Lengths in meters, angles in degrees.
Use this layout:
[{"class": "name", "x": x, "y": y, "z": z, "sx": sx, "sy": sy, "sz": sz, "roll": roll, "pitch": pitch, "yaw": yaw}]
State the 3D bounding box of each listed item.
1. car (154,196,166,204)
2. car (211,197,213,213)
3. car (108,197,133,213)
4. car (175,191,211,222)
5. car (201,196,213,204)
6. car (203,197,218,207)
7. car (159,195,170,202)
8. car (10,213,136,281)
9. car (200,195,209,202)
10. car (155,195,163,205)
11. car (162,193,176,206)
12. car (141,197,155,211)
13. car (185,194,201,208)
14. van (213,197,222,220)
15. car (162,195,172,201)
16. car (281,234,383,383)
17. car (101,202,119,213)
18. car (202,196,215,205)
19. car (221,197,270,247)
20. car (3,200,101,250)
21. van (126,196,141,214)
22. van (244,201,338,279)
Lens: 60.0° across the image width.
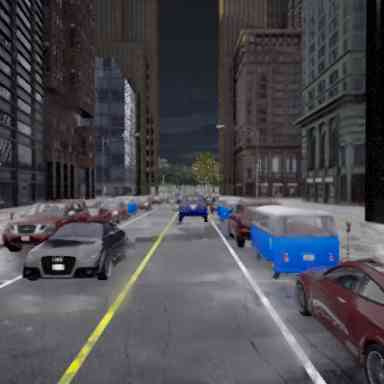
[{"class": "car", "x": -5.795, "y": 1.428, "z": 60.155, "sx": 1.802, "sy": 1.307, "sz": 4.206, "roll": -1, "pitch": 0, "yaw": 0}, {"class": "car", "x": 2.740, "y": 1.500, "z": 34.670, "sx": 1.802, "sy": 1.307, "sz": 4.206, "roll": -1, "pitch": 0, "yaw": 0}, {"class": "car", "x": -5.782, "y": 1.387, "z": 23.805, "sx": 1.967, "sy": 1.590, "sz": 4.097, "roll": -1, "pitch": 0, "yaw": 0}, {"class": "car", "x": 0.094, "y": 1.165, "z": 26.060, "sx": 2.150, "sy": 2.045, "sz": 5.566, "roll": 0, "pitch": 1, "yaw": 0}, {"class": "car", "x": 2.730, "y": 1.393, "z": 60.683, "sx": 2.008, "sy": 1.369, "sz": 4.403, "roll": -1, "pitch": 0, "yaw": 0}, {"class": "car", "x": 2.734, "y": 1.442, "z": 50.277, "sx": 1.947, "sy": 1.339, "sz": 4.313, "roll": -1, "pitch": 0, "yaw": 0}, {"class": "car", "x": -5.799, "y": 1.356, "z": 70.911, "sx": 2.008, "sy": 1.369, "sz": 4.403, "roll": -1, "pitch": 0, "yaw": 0}, {"class": "car", "x": -3.092, "y": 1.543, "z": 9.695, "sx": 1.994, "sy": 1.385, "sz": 4.181, "roll": 0, "pitch": 0, "yaw": 0}, {"class": "car", "x": 2.726, "y": 1.328, "z": 71.258, "sx": 1.752, "sy": 1.417, "sz": 4.829, "roll": -1, "pitch": 0, "yaw": 0}, {"class": "car", "x": -5.794, "y": 1.408, "z": 54.778, "sx": 1.887, "sy": 1.381, "sz": 4.507, "roll": -1, "pitch": 0, "yaw": 0}, {"class": "car", "x": -3.082, "y": 1.359, "z": 53.562, "sx": 2.128, "sy": 1.511, "sz": 4.902, "roll": 0, "pitch": 0, "yaw": 0}, {"class": "car", "x": -5.788, "y": 1.350, "z": 38.643, "sx": 1.967, "sy": 1.590, "sz": 4.097, "roll": -1, "pitch": 0, "yaw": 0}, {"class": "car", "x": 0.083, "y": 1.241, "z": 45.417, "sx": 2.097, "sy": 1.767, "sz": 4.553, "roll": 0, "pitch": 0, "yaw": 0}, {"class": "van", "x": 2.778, "y": 1.283, "z": 25.006, "sx": 1.690, "sy": 1.788, "sz": 3.998, "roll": -1, "pitch": 0, "yaw": 0}, {"class": "car", "x": -5.801, "y": 1.348, "z": 76.290, "sx": 1.947, "sy": 1.339, "sz": 4.313, "roll": -1, "pitch": 0, "yaw": 0}, {"class": "car", "x": 2.766, "y": 1.571, "z": 4.656, "sx": 1.802, "sy": 1.307, "sz": 4.206, "roll": -1, "pitch": 0, "yaw": 0}, {"class": "car", "x": -5.779, "y": 1.503, "z": 18.920, "sx": 1.887, "sy": 1.381, "sz": 4.507, "roll": -1, "pitch": 0, "yaw": 0}, {"class": "car", "x": 2.732, "y": 1.426, "z": 55.481, "sx": 1.947, "sy": 1.339, "sz": 4.313, "roll": -1, "pitch": 0, "yaw": 0}, {"class": "car", "x": 2.770, "y": 1.281, "z": 14.830, "sx": 2.192, "sy": 1.841, "sz": 5.009, "roll": -1, "pitch": 0, "yaw": 0}, {"class": "car", "x": -5.780, "y": 1.285, "z": 14.033, "sx": 2.192, "sy": 1.841, "sz": 5.009, "roll": -1, "pitch": 0, "yaw": 0}, {"class": "van", "x": -5.786, "y": 1.276, "z": 28.692, "sx": 1.690, "sy": 1.788, "sz": 3.998, "roll": -1, "pitch": 0, "yaw": 0}, {"class": "van", "x": 2.767, "y": 1.319, "z": 9.743, "sx": 1.690, "sy": 1.788, "sz": 3.998, "roll": -1, "pitch": 0, "yaw": 0}]
